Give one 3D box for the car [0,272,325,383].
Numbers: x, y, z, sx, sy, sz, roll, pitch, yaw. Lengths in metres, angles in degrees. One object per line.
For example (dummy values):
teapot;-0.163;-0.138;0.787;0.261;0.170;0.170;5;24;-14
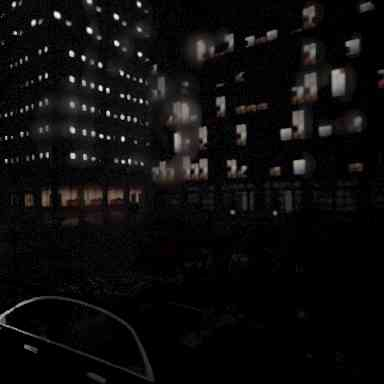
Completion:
car;-0.938;1.570;3.554;4.403;1.369;2.008;-1;-1;35
